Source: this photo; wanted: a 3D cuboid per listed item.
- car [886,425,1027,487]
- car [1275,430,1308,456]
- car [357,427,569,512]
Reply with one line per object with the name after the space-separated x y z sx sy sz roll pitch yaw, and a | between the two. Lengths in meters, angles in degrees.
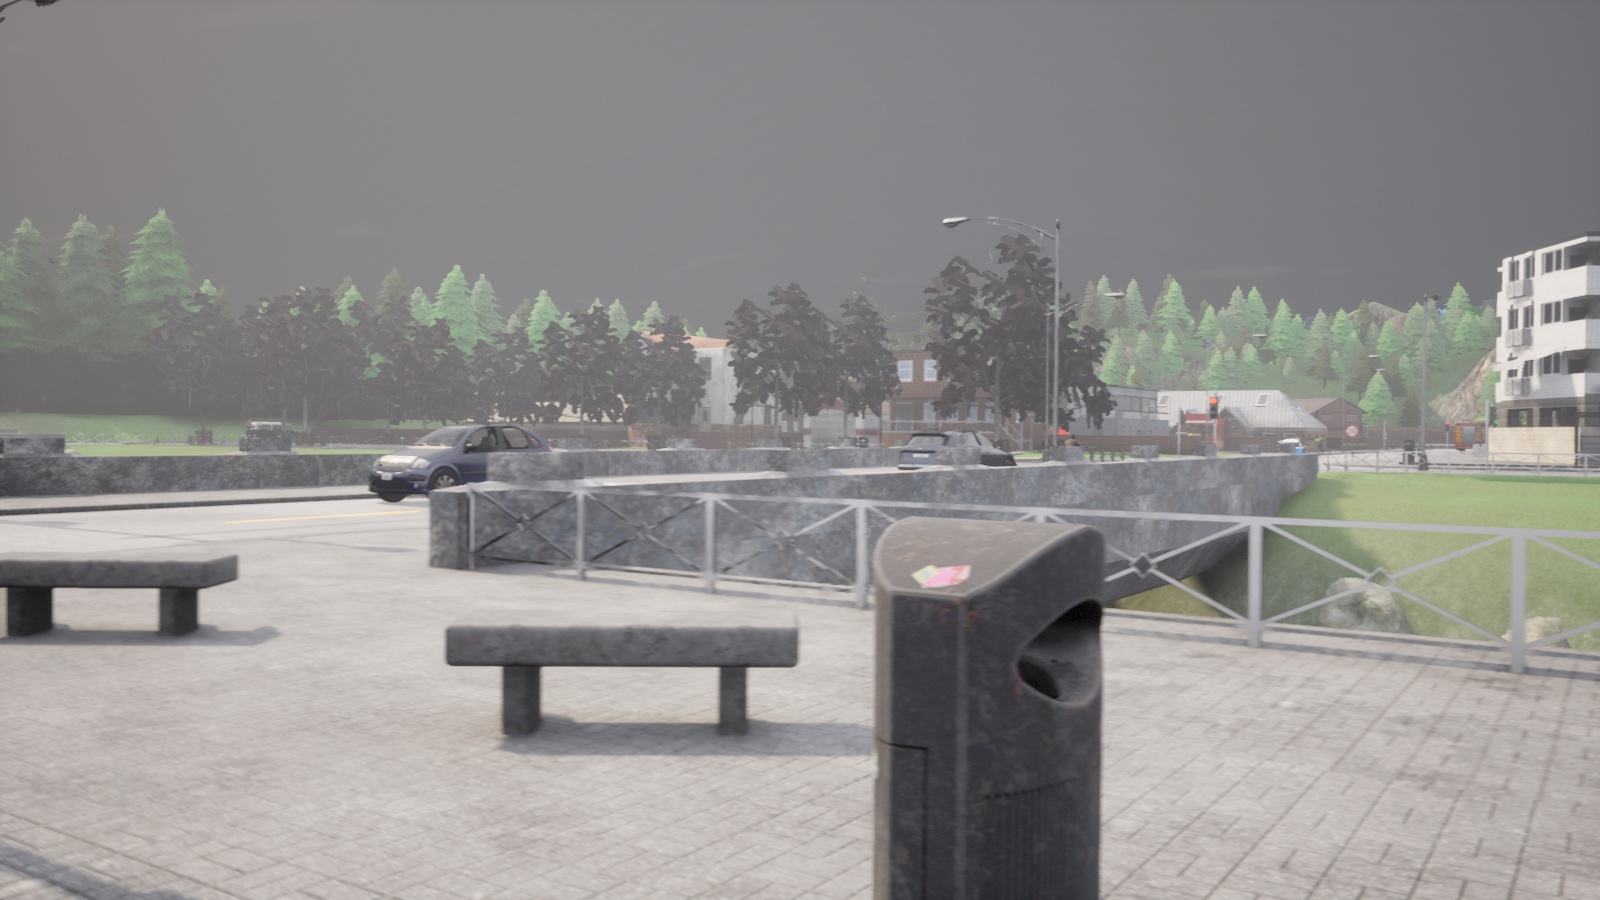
4.568 0.129 35.986 2.033 1.649 4.856 0 1 34 | car
27.334 -0.423 69.794 1.481 1.376 2.207 0 2 27 | car
-6.870 0.337 25.989 1.851 1.617 3.988 0 1 34 | car
